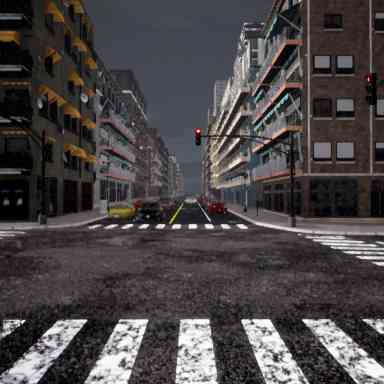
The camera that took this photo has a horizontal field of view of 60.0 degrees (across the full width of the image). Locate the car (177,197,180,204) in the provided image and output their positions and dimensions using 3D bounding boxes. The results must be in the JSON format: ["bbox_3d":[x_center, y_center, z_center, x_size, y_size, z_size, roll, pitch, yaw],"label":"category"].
[{"bbox_3d":[-3.225,1.566,62.339,2.033,1.411,5.357,0,0,0],"label":"car"}]

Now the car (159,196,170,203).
[{"bbox_3d":[-5.927,1.568,72.230,1.887,1.381,4.507,1,0,0],"label":"car"}]

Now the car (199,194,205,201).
[{"bbox_3d":[2.724,1.380,81.893,2.097,1.767,4.553,0,0,0],"label":"car"}]

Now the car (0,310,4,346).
[{"bbox_3d":[-3.109,1.526,2.127,1.812,1.442,4.674,0,0,0],"label":"car"}]

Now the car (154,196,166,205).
[{"bbox_3d":[-5.889,1.543,61.013,1.752,1.417,4.829,1,0,0],"label":"car"}]

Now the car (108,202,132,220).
[{"bbox_3d":[-5.776,1.532,27.872,1.752,1.417,4.829,1,0,0],"label":"car"}]

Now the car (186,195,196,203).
[{"bbox_3d":[-0.235,1.478,69.837,2.128,1.511,4.902,0,0,0],"label":"car"}]

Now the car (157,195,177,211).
[{"bbox_3d":[-3.235,1.362,40.288,2.097,1.767,4.553,0,0,0],"label":"car"}]

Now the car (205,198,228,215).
[{"bbox_3d":[2.585,1.553,33.579,1.887,1.381,4.507,1,0,0],"label":"car"}]

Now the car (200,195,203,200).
[{"bbox_3d":[2.528,1.596,50.150,1.802,1.307,4.206,1,0,0],"label":"car"}]

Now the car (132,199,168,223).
[{"bbox_3d":[-3.124,1.510,25.622,1.837,1.490,4.892,0,0,-1],"label":"car"}]

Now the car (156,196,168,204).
[{"bbox_3d":[-5.908,1.571,66.706,2.008,1.369,4.403,1,0,0],"label":"car"}]

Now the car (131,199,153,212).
[{"bbox_3d":[-5.815,1.554,39.089,1.887,1.381,4.507,1,0,0],"label":"car"}]

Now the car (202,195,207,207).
[{"bbox_3d":[2.567,1.450,39.103,1.967,1.590,4.097,1,0,0],"label":"car"}]

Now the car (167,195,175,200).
[{"bbox_3d":[-6.001,1.587,94.323,2.008,1.369,4.403,1,0,0],"label":"car"}]

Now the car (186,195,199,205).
[{"bbox_3d":[-0.201,1.618,59.861,1.895,1.301,4.718,0,0,0],"label":"car"}]
